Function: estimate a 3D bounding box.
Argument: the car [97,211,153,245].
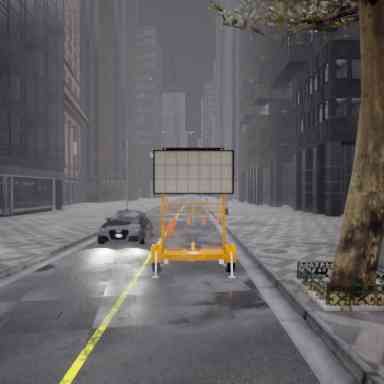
[{"bbox_3d":[-2.955,1.569,15.417,1.994,1.385,4.181,0,0,0],"label":"car"}]

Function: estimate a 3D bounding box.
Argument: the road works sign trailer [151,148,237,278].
[{"bbox_3d":[0.045,0.465,10.091,2.380,3.560,2.880,0,0,0],"label":"road works sign trailer"}]
